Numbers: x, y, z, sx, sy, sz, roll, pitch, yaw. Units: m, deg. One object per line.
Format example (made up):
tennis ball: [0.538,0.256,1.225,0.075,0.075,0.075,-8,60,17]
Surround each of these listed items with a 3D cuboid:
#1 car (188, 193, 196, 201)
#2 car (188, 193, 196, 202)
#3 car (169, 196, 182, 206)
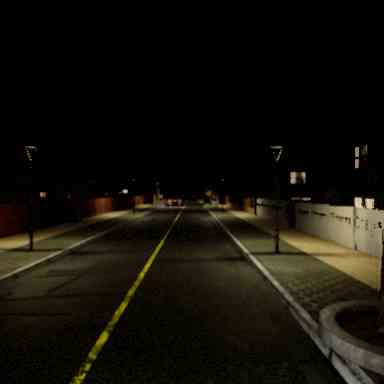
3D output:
car: [0.106,1.273,91.327,2.150,2.045,5.566,0,0,0]
car: [0.085,1.592,75.217,2.033,1.411,5.357,0,0,0]
car: [-2.750,1.480,55.793,2.097,1.767,4.553,0,0,0]
